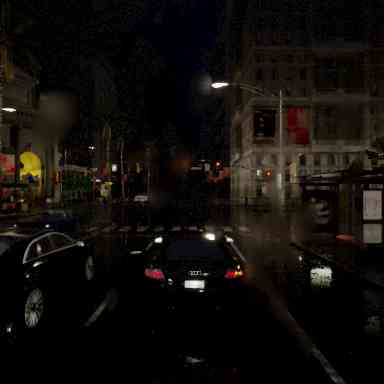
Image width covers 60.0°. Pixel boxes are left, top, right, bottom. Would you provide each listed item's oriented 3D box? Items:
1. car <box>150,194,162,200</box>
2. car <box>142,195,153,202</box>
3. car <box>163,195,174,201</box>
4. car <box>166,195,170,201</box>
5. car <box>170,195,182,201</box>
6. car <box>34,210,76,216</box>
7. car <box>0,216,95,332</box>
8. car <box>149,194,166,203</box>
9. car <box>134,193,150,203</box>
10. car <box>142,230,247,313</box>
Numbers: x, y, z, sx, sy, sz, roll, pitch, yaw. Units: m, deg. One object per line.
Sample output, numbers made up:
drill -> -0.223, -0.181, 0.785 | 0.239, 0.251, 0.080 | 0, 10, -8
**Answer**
car -> -9.810, 1.353, 90.420 | 2.097, 1.767, 4.553 | 0, 0, 10
car -> -10.611, 1.538, 79.938 | 2.033, 1.411, 5.357 | 0, 0, 0
car -> -6.377, 1.522, 89.738 | 1.812, 1.442, 4.674 | 0, 0, 10
car -> -7.111, 1.354, 79.319 | 2.097, 1.767, 4.553 | 0, 0, 0
car -> -3.572, 1.476, 83.066 | 1.882, 1.535, 5.008 | 0, 0, 3
car -> -7.129, 1.600, 16.871 | 1.895, 1.301, 4.718 | 0, 0, 0
car -> -3.452, 1.491, 6.816 | 2.128, 1.511, 4.902 | 0, 0, 0
car -> -7.099, 1.554, 68.840 | 1.994, 1.385, 4.181 | 0, 0, 0
car -> -10.599, 1.224, 69.497 | 2.150, 2.045, 5.566 | 0, 0, 0
car -> 0.053, 1.564, 7.749 | 1.994, 1.385, 4.181 | 0, 0, 0
